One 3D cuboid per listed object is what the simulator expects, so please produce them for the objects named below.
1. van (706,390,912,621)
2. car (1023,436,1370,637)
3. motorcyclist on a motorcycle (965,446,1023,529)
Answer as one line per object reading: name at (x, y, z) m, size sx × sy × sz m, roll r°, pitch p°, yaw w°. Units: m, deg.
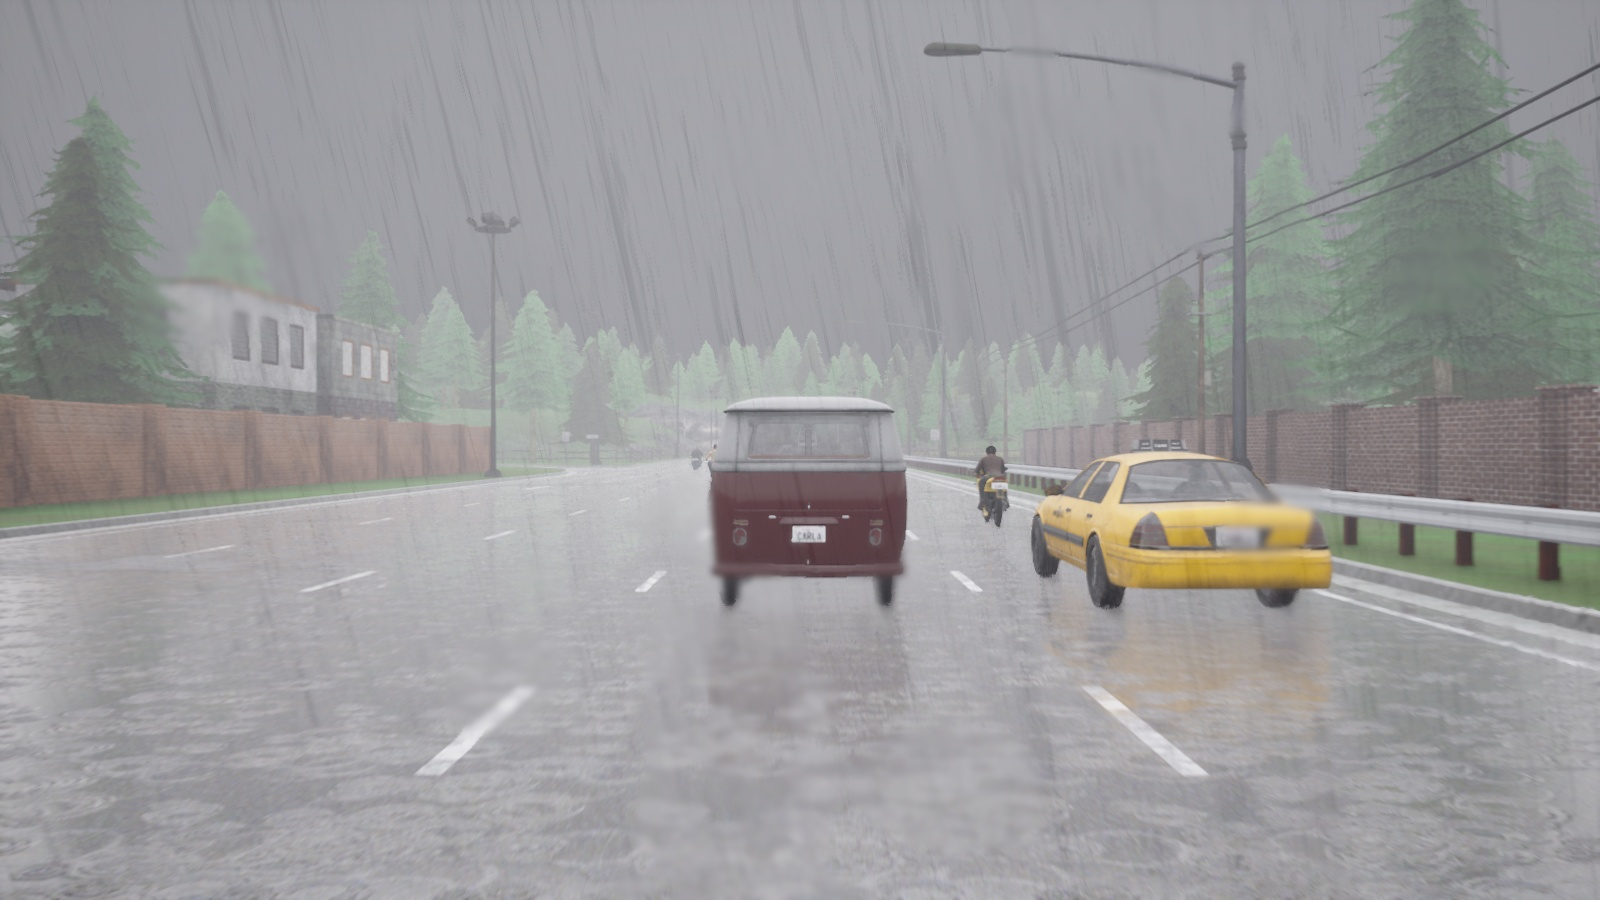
van at (0.090, 0.471, 13.012) m, size 1.775 × 1.987 × 4.442 m, roll 0°, pitch 0°, yaw 0°
car at (3.588, 0.663, 12.552) m, size 1.801 × 1.575 × 5.366 m, roll 0°, pitch 0°, yaw 0°
motorcyclist on a motorcycle at (3.653, 0.678, 23.822) m, size 0.797 × 1.523 × 2.044 m, roll 0°, pitch 0°, yaw 0°
